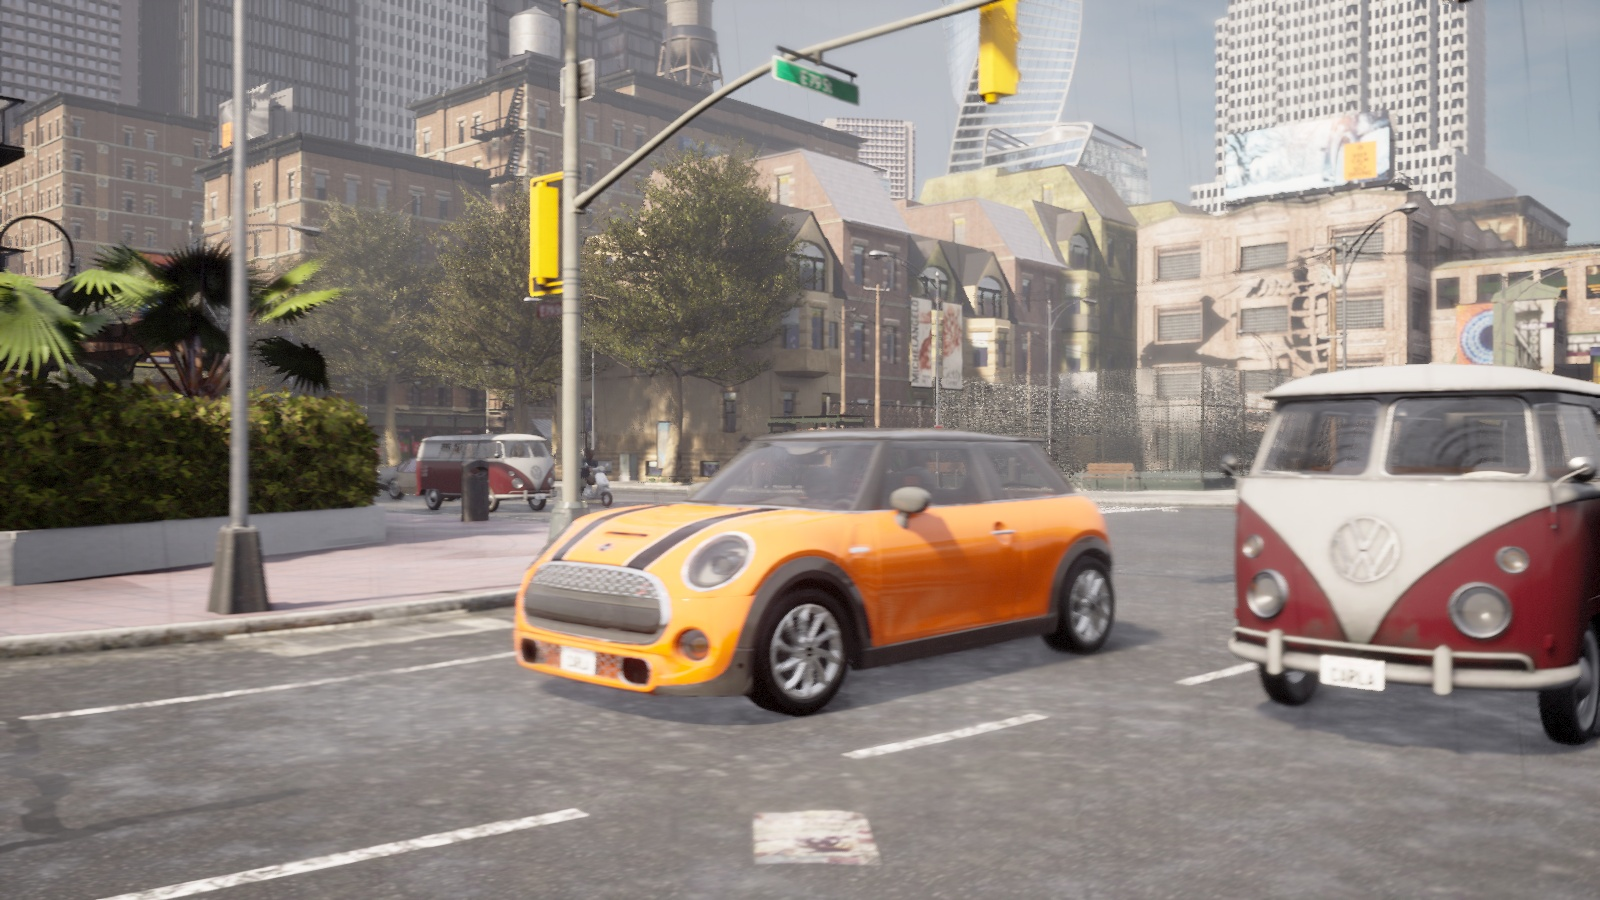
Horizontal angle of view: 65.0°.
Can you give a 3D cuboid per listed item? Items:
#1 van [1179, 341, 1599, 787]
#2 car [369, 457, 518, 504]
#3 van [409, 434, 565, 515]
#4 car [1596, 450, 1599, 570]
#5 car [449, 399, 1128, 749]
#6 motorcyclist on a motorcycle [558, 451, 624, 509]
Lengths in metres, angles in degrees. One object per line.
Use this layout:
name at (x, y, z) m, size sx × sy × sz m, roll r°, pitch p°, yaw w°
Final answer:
van at (4.210, 0.511, 7.820) m, size 1.775 × 1.987 × 4.442 m, roll 0°, pitch 0°, yaw 43°
car at (-11.579, 0.945, 40.544) m, size 5.357 × 1.411 × 2.033 m, roll 0°, pitch 0°, yaw 41°
van at (-8.259, 0.619, 32.930) m, size 4.442 × 1.987 × 1.775 m, roll 0°, pitch 0°, yaw 42°
car at (11.790, 0.730, 16.177) m, size 1.970 × 1.475 × 3.806 m, roll 0°, pitch 0°, yaw 42°
car at (0.163, 0.630, 8.696) m, size 2.097 × 1.767 × 4.553 m, roll 0°, pitch 0°, yaw 44°
motorcyclist on a motorcycle at (-5.916, 0.822, 35.519) m, size 1.817 × 1.590 × 0.866 m, roll 0°, pitch 0°, yaw 41°
